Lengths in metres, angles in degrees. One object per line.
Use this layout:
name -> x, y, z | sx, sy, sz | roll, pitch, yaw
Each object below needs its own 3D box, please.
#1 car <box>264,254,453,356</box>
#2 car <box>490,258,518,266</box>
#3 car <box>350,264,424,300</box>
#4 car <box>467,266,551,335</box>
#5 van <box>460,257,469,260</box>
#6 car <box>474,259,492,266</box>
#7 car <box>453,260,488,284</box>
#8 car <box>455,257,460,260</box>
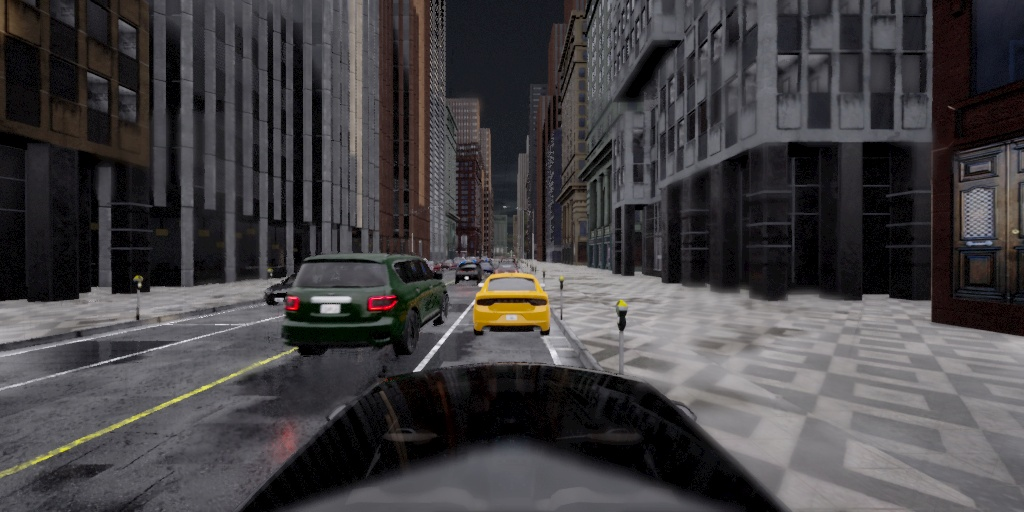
car -> -3.052, 0.972, 8.728 | 2.150, 2.045, 5.566 | 0, 0, 0
car -> -0.383, 1.189, 27.203 | 1.967, 1.591, 4.097 | 0, 0, 0
car -> -6.245, 1.241, 18.621 | 2.128, 1.511, 4.902 | 0, 0, 0
car -> -0.006, 1.227, 10.501 | 1.882, 1.535, 5.008 | 0, 0, 0
van -> -8.908, 1.090, 61.014 | 1.690, 1.789, 3.998 | 0, 0, 0
car -> -3.046, 1.313, 41.667 | 1.994, 1.385, 4.181 | 0, 0, 0
car -> -3.144, 1.254, 27.306 | 1.837, 1.490, 4.892 | 0, 0, 0
car -> -8.908, 1.189, 49.741 | 1.967, 1.591, 4.097 | 0, 0, 0
